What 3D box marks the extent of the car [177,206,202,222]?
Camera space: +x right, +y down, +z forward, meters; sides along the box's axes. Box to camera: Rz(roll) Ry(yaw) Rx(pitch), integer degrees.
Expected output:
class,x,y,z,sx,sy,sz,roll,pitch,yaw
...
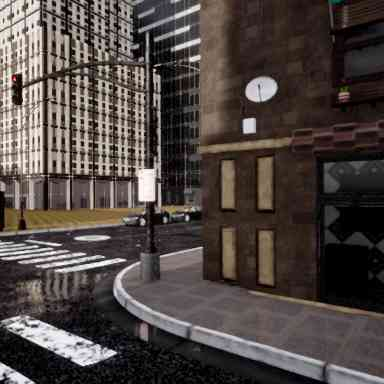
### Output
class,x,y,z,sx,sy,sz,roll,pitch,yaw
car,-0.296,1.973,30.465,2.008,1.369,4.403,-2,-2,35

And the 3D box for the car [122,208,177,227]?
class,x,y,z,sx,sy,sz,roll,pitch,yaw
car,-3.500,1.892,25.909,2.008,1.369,4.403,-2,-2,35
